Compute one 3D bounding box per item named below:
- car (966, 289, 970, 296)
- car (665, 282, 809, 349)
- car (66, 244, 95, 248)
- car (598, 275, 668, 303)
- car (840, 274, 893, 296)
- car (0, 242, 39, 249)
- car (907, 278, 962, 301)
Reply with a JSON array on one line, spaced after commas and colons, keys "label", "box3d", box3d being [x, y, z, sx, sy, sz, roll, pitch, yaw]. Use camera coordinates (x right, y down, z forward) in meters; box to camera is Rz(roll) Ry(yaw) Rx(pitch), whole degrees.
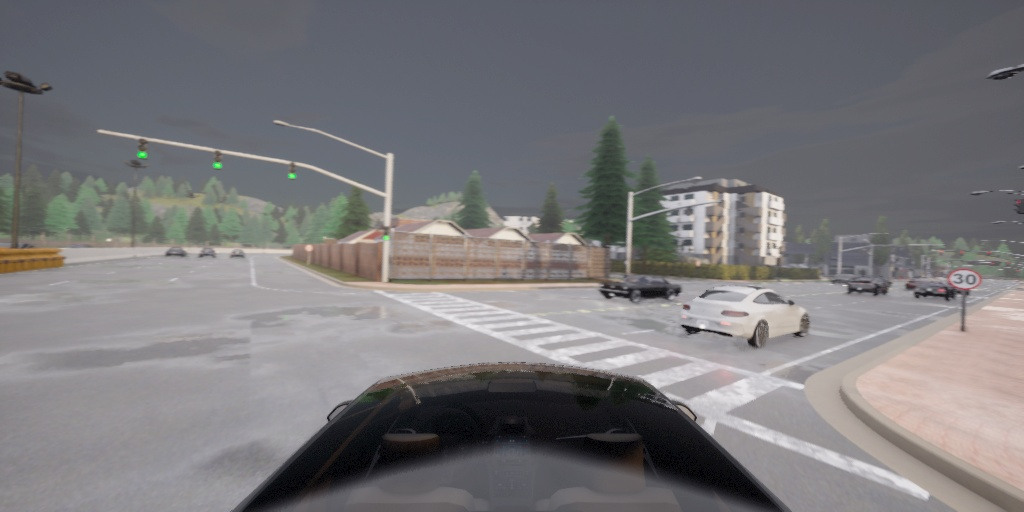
[{"label": "car", "box3d": [43.443, 3.142, 35.306, 5.357, 1.411, 2.033, 2, 0, -34]}, {"label": "car", "box3d": [6.608, 1.562, 10.140, 4.674, 1.442, 1.812, 2, 0, -34]}, {"label": "car", "box3d": [-48.859, -0.635, 40.583, 2.033, 1.411, 5.357, 2, 0, -36]}, {"label": "car", "box3d": [6.725, 1.658, 18.768, 4.718, 1.301, 1.895, 2, 0, -34]}, {"label": "car", "box3d": [30.138, 2.531, 30.341, 4.902, 1.511, 2.128, 2, 0, -34]}, {"label": "car", "box3d": [-40.476, -0.383, 29.053, 1.882, 1.535, 5.008, 2, 0, -36]}, {"label": "car", "box3d": [34.027, 2.744, 28.824, 5.357, 1.411, 2.033, 2, 0, -34]}]
